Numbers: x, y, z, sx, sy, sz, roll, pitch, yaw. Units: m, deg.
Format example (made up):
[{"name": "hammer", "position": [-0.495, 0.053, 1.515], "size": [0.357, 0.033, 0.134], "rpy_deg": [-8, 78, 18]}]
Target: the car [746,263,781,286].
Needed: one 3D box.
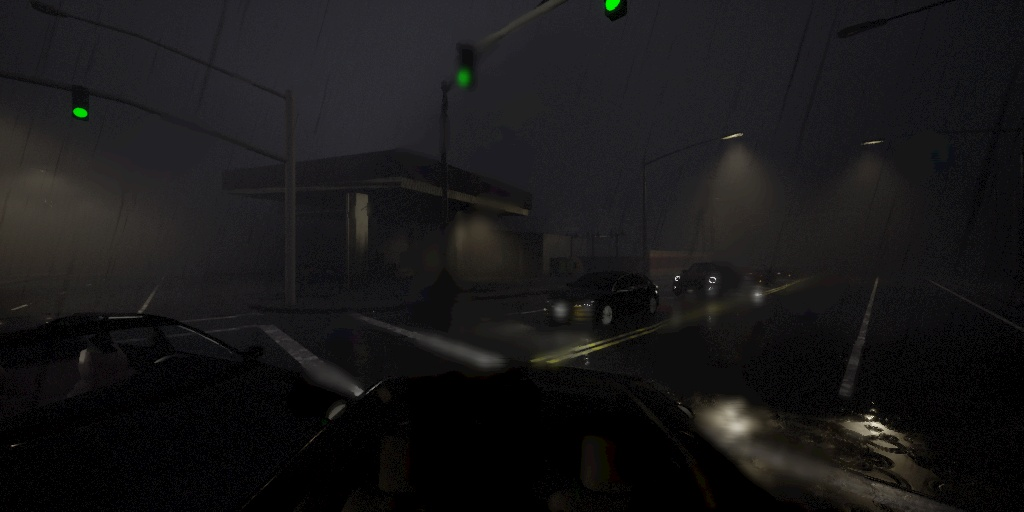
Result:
[{"name": "car", "position": [17.056, 1.314, 25.138], "size": [4.181, 1.385, 1.994], "rpy_deg": [0, 0, -45]}]

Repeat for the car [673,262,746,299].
[{"name": "car", "position": [10.018, 1.102, 18.341], "size": [4.553, 1.767, 2.097], "rpy_deg": [0, 0, -44]}]

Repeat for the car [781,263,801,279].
[{"name": "car", "position": [24.304, 1.314, 32.075], "size": [4.181, 1.385, 1.994], "rpy_deg": [0, 0, -44]}]

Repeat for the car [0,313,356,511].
[{"name": "car", "position": [-3.379, 1.242, 2.693], "size": [4.902, 1.511, 2.128], "rpy_deg": [0, 0, 16]}]

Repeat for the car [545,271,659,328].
[{"name": "car", "position": [3.069, 1.255, 11.608], "size": [4.892, 1.490, 1.837], "rpy_deg": [0, 0, -44]}]
